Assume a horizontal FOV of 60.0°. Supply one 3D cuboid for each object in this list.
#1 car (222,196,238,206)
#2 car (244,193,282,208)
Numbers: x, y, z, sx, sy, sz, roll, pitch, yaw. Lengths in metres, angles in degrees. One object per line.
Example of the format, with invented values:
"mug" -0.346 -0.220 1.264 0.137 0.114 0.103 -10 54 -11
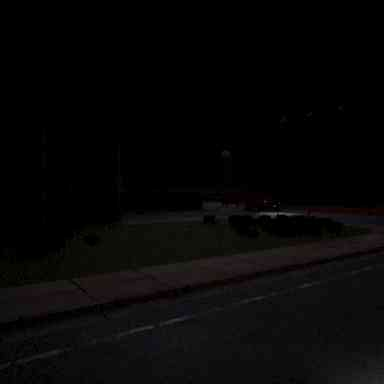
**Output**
"car" 6.447 1.503 56.620 1.837 1.490 4.892 0 0 -9
"car" 7.832 1.140 37.492 2.150 2.045 5.566 0 0 -18
